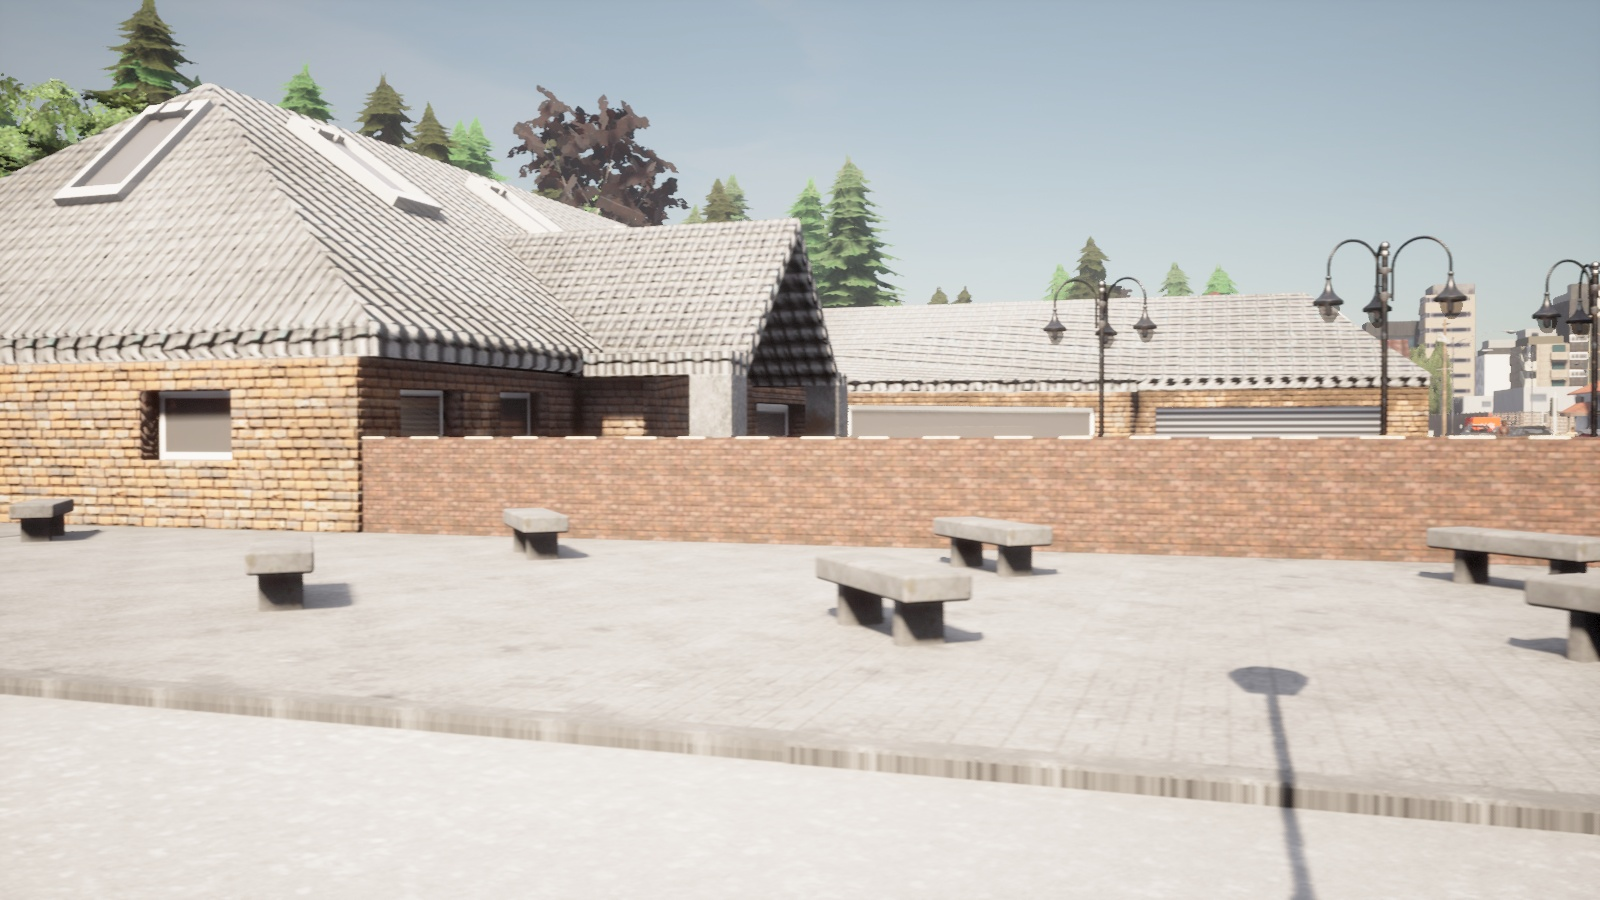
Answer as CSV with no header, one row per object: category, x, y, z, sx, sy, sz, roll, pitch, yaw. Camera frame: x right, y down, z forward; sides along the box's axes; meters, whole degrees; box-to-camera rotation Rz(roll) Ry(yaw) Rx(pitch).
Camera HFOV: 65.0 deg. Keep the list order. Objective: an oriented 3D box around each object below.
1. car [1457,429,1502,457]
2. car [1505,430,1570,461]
car,46.570,-0.536,86.120,1.932,1.855,4.605,1,1,18
car,41.229,-0.275,70.309,2.242,1.667,4.611,1,1,19
